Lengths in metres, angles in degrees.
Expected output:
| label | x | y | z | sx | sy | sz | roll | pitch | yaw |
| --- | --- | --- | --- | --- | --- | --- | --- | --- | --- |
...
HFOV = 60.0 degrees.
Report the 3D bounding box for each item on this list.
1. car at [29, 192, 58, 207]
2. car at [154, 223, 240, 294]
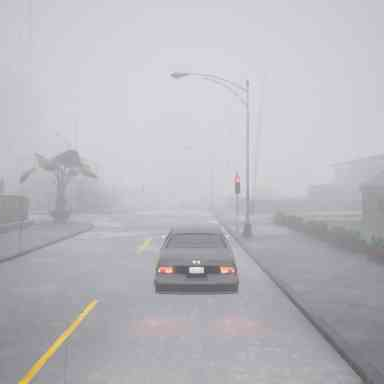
| label | x | y | z | sx | sy | sz | roll | pitch | yaw |
| --- | --- | --- | --- | --- | --- | --- | --- | --- | --- |
| car | -19.743 | 0.985 | 43.945 | 1.905 | 1.878 | 3.866 | 0 | 0 | 35 |
| car | 0.100 | 1.547 | 8.900 | 2.033 | 1.411 | 5.357 | 0 | 0 | 0 |
